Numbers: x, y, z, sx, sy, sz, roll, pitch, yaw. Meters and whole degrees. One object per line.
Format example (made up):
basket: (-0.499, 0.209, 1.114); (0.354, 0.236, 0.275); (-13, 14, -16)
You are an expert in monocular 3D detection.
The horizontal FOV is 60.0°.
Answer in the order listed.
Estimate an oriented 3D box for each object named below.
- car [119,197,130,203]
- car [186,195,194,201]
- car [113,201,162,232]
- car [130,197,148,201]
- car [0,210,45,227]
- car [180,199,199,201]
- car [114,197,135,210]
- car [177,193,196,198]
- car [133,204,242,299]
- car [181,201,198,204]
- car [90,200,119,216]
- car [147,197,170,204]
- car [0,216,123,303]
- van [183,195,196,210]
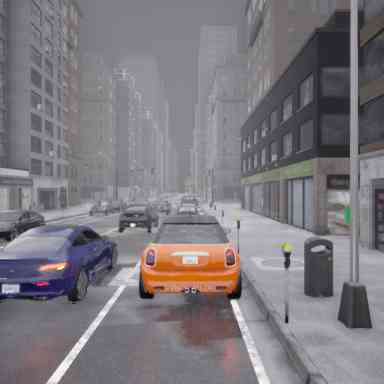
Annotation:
car: (-8.813, 1.567, 38.453); (1.947, 1.339, 4.313); (0, 0, 0)
car: (-0.572, 1.470, 87.873); (1.967, 1.590, 4.097); (0, 0, -1)
car: (-3.096, 1.504, 19.938); (1.837, 1.490, 4.892); (0, 0, 1)
car: (-6.213, 1.352, 39.739); (2.097, 1.767, 4.553); (0, 0, 0)
car: (-8.813, 1.566, 16.352); (1.947, 1.339, 4.313); (0, 0, 0)
car: (-0.287, 1.552, 27.412); (2.008, 1.369, 4.403); (0, 0, 0)
car: (-8.813, 1.442, 43.978); (1.967, 1.590, 4.097); (0, 0, 0)
car: (-0.287, 1.316, 38.459); (2.192, 1.841, 5.009); (0, 0, 0)
car: (-0.032, 1.353, 8.621); (2.097, 1.767, 4.553); (0, 0, 0)
car: (-0.287, 1.551, 21.888); (2.008, 1.369, 4.403); (0, 0, 0)
car: (-8.813, 1.583, 32.928); (1.802, 1.307, 4.206); (0, 0, 0)
car: (-3.100, 1.549, 34.355); (2.033, 1.411, 5.357); (0, 0, 1)
car: (-3.146, 1.526, 8.090); (1.812, 1.442, 4.674); (0, 0, 0)
van: (-0.287, 1.343, 43.983); (1.690, 1.788, 3.998); (0, 0, 0)
